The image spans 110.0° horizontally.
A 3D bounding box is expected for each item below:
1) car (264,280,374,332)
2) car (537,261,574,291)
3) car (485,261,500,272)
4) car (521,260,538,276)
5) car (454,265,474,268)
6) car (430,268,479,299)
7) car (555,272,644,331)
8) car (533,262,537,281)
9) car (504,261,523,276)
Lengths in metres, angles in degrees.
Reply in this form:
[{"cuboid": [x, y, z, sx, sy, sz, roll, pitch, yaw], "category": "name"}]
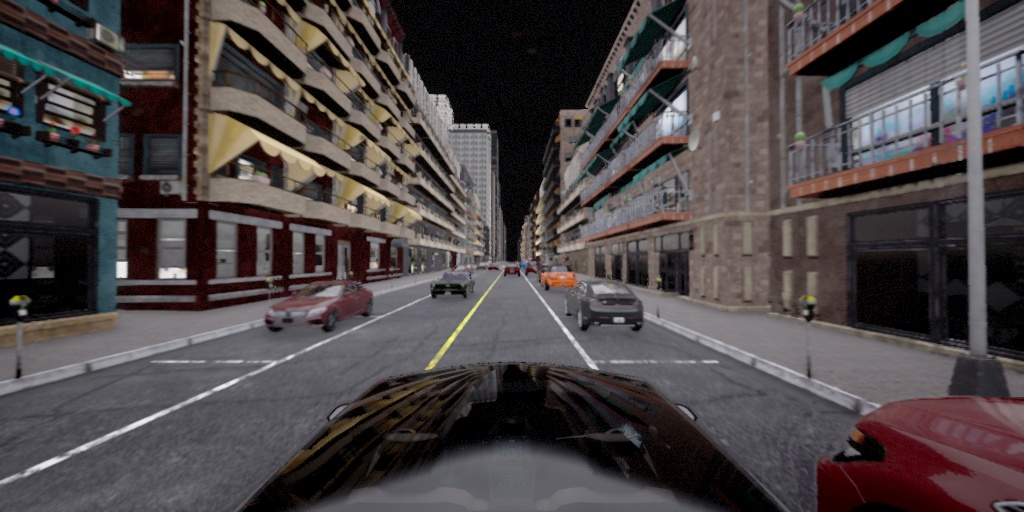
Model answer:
[{"cuboid": [-5.693, 1.425, 11.191, 1.802, 1.307, 4.207, 0, 0, 0], "category": "car"}, {"cuboid": [3.106, 1.328, 24.411, 2.097, 1.767, 4.553, 0, -1, 0], "category": "car"}, {"cuboid": [-3.062, 1.941, 60.369, 1.895, 1.301, 4.718, 0, -1, 1], "category": "car"}, {"cuboid": [2.676, 1.501, 45.288, 2.192, 1.841, 5.009, 0, 0, 0], "category": "car"}, {"cuboid": [-5.702, 1.673, 39.601, 1.888, 1.381, 4.507, 0, 0, 0], "category": "car"}, {"cuboid": [-3.107, 1.528, 19.561, 1.895, 1.301, 4.718, 0, -1, 0], "category": "car"}, {"cuboid": [2.687, 1.394, 11.196, 2.007, 1.370, 4.403, 0, 0, 0], "category": "car"}, {"cuboid": [3.136, 1.550, 31.439, 1.837, 1.490, 4.892, 0, -1, 0], "category": "car"}, {"cuboid": [0.023, 1.657, 44.548, 1.882, 1.535, 5.008, 0, 0, 0], "category": "car"}]
